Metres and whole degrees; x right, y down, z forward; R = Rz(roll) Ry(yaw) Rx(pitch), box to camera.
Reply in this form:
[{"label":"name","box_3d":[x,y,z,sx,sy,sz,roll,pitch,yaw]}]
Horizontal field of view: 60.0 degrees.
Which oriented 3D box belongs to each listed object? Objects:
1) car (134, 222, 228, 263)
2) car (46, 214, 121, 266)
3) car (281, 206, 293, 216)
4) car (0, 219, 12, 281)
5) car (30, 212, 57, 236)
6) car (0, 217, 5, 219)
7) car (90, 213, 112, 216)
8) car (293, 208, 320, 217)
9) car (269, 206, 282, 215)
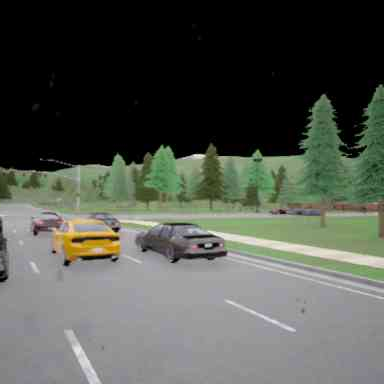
[{"label":"car","box_3d":[-0.683,1.971,13.819,2.033,1.411,5.357,2,-2,-30]},{"label":"car","box_3d":[-4.345,1.828,13.170,1.882,1.535,5.008,2,-2,-30]},{"label":"car","box_3d":[19.757,3.705,62.325,4.902,1.511,2.128,2,-2,-29]},{"label":"car","box_3d":[-6.569,1.767,10.016,2.033,1.411,5.357,2,-2,-30]},{"label":"car","box_3d":[-9.857,2.081,22.548,1.812,1.442,4.674,2,-2,-30]},{"label":"car","box_3d":[-12.509,1.920,20.139,1.882,1.535,5.008,2,-2,-30]},{"label":"car","box_3d":[-6.713,2.197,24.097,2.033,1.411,5.357,2,-2,-30]},{"label":"car","box_3d":[21.080,3.681,59.080,5.357,1.411,2.033,2,-2,-29]},{"label":"car","box_3d":[17.121,3.604,64.831,4.553,1.767,2.097,2,-2,-29]}]
